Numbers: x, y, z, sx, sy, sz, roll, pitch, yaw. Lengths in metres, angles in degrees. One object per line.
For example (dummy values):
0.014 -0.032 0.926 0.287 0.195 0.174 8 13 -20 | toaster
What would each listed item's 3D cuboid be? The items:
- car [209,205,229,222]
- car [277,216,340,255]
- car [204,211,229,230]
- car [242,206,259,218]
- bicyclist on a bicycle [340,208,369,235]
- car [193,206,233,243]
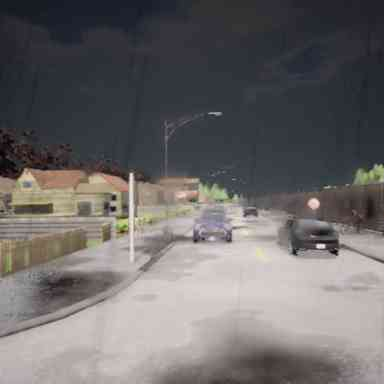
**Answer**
3.101 2.403 38.149 2.097 1.767 4.553 -1 -2 6 | car
5.078 1.860 14.951 1.837 1.490 4.892 -1 -2 5 | car
2.154 2.391 28.492 1.895 1.301 4.718 -1 -2 6 | car
7.925 2.677 45.122 1.837 1.490 4.892 -1 -1 6 | car
9.765 1.772 20.019 1.656 1.620 0.582 -1 -2 5 | bicyclist on a bicycle
1.275 1.898 19.456 2.097 1.767 4.553 -1 -2 5 | car
